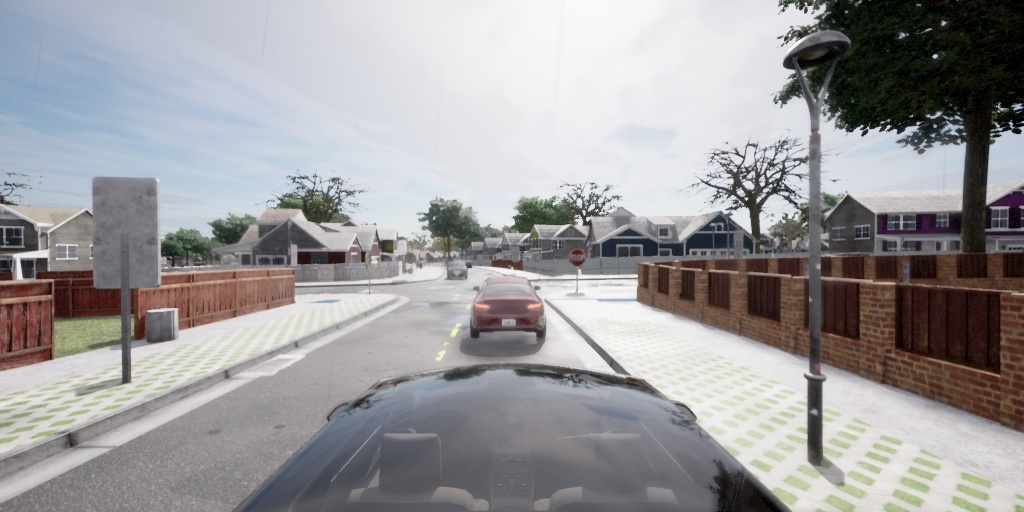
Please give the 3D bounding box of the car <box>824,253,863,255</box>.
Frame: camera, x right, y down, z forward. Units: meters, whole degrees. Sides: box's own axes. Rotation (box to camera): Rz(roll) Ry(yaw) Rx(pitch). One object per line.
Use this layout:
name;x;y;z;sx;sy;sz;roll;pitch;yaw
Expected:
car;21.459;0.611;23.795;4.553;1.767;2.097;-1;0;7

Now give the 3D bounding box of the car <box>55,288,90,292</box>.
car;-25.938;1.961;19.268;4.718;1.301;1.895;-1;1;-11

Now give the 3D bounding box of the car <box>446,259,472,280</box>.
car;-4.947;1.326;32.789;2.128;1.511;4.902;0;0;-7

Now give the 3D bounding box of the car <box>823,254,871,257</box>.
car;20.383;0.809;20.988;4.892;1.490;1.837;-1;0;6

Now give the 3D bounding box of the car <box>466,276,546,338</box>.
car;-0.133;1.279;10.065;1.812;1.442;4.674;0;0;-2
